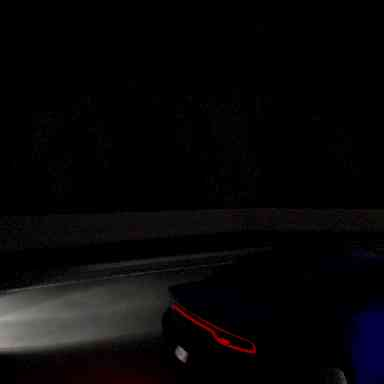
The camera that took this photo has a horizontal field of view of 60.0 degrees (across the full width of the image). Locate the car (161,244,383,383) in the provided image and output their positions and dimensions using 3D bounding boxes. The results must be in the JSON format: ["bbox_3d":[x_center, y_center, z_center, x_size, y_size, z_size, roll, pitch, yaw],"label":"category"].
[{"bbox_3d":[2.042,1.478,4.575,5.008,1.535,1.882,0,0,-30],"label":"car"}]
